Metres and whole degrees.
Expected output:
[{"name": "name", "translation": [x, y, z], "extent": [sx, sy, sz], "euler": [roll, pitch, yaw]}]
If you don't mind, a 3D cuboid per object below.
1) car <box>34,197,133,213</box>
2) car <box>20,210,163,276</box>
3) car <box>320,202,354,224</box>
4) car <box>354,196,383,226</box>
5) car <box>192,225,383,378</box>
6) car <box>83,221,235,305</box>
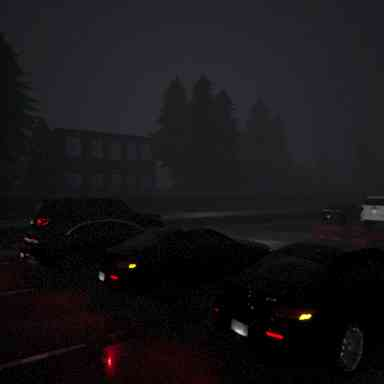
[{"name": "car", "translation": [-3.780, 1.231, 13.949], "extent": [5.566, 2.045, 2.150], "euler": [0, 0, -36]}, {"name": "car", "translation": [-2.648, 1.499, 10.457], "extent": [4.902, 1.511, 2.128], "euler": [0, 0, -36]}, {"name": "car", "translation": [11.652, 1.536, 24.963], "extent": [4.902, 1.511, 2.128], "euler": [0, 0, -36]}, {"name": "car", "translation": [13.313, 1.265, 21.849], "extent": [5.566, 2.045, 2.150], "euler": [0, 0, -36]}, {"name": "car", "translation": [2.469, 1.535, 5.509], "extent": [4.674, 1.442, 1.812], "euler": [0, 0, -36]}, {"name": "car", "translation": [0.043, 1.534, 8.077], "extent": [4.674, 1.442, 1.812], "euler": [0, 0, -36]}]
